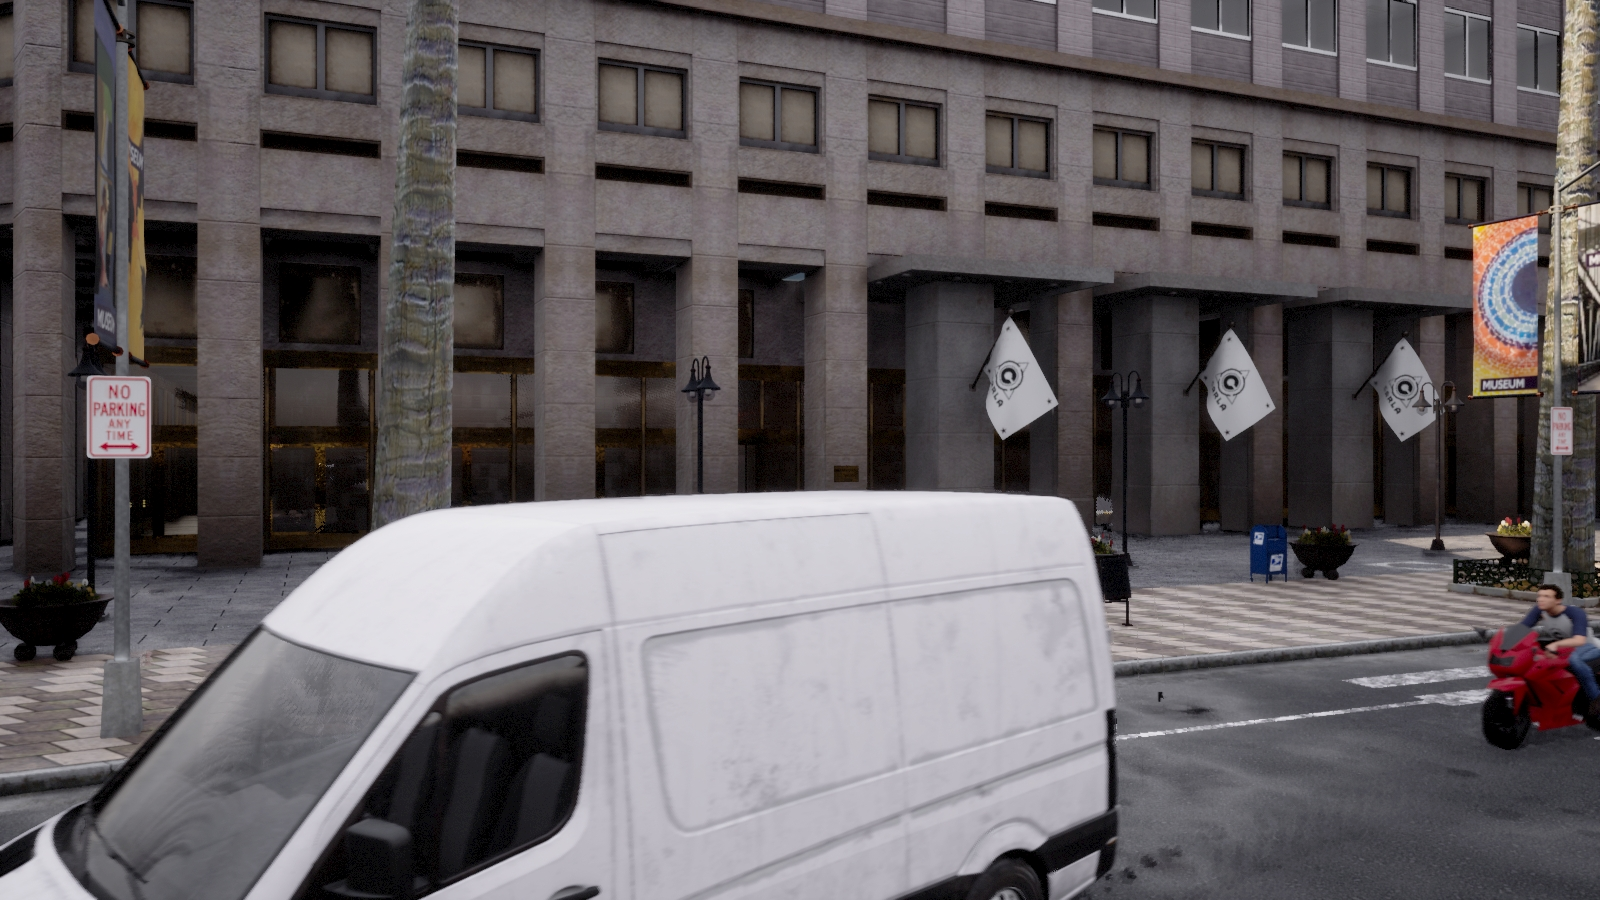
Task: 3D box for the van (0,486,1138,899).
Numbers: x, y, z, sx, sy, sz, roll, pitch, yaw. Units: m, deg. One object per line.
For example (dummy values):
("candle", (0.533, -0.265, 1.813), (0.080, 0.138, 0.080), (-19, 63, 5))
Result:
("van", (-0.895, 1.534, 5.352), (5.915, 2.561, 1.988), (0, 0, -42))
